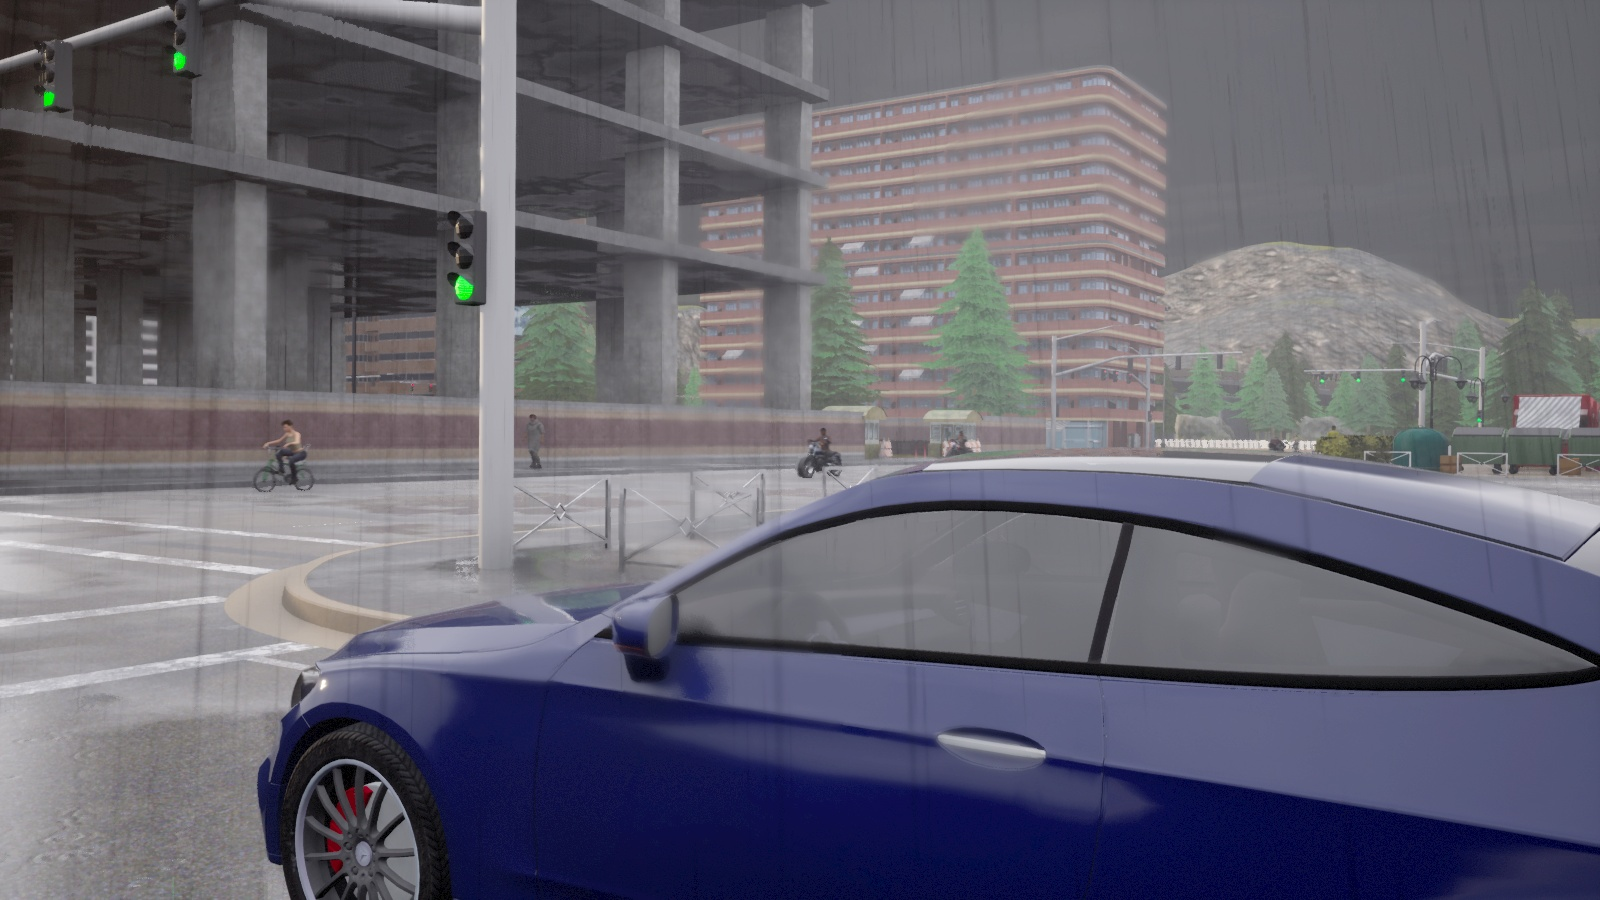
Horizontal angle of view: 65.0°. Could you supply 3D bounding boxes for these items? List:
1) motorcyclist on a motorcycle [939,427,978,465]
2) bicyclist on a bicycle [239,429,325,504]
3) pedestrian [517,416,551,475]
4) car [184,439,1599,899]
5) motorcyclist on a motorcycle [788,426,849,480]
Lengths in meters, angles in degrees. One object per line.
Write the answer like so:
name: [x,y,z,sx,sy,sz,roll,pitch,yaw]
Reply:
motorcyclist on a motorcycle: [7.052,-0.200,55.845,0.766,1.649,2.350,0,1,33]
bicyclist on a bicycle: [-11.439,0.337,27.788,0.866,1.612,1.509,0,1,34]
pedestrian: [-8.813,-0.151,41.584,0.659,1.952,0.873,0,1,32]
car: [0.620,0.708,3.212,4.674,1.442,1.812,0,1,34]
motorcyclist on a motorcycle: [0.609,0.079,39.712,0.766,1.649,2.350,0,1,33]
